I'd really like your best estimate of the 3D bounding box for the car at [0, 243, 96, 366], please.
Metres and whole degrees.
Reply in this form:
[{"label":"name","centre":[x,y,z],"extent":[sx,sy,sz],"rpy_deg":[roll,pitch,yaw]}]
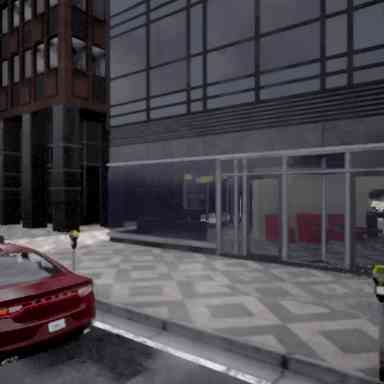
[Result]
[{"label":"car","centre":[-3.506,1.527,5.467],"extent":[4.507,1.381,1.887],"rpy_deg":[0,0,35]}]
